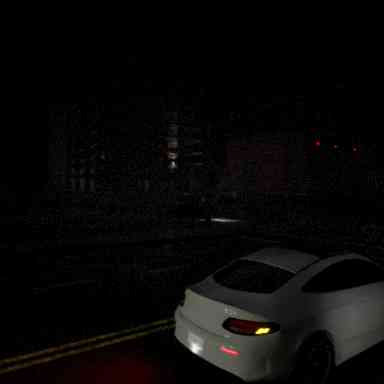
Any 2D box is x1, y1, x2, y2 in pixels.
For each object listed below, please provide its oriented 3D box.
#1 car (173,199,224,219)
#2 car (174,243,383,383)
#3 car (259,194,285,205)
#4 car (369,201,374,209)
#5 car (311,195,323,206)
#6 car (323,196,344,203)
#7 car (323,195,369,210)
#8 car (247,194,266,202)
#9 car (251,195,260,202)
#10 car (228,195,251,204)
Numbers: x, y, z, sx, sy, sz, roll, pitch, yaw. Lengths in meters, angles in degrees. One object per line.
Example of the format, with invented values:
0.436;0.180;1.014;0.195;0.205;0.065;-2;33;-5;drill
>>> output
0.253;1.672;31.124;2.033;1.411;5.357;0;0;-35;car
1.927;1.550;5.147;4.674;1.442;1.812;0;0;-35;car
15.148;1.658;62.269;1.970;1.475;3.806;0;0;-35;car
23.037;1.405;46.452;1.905;1.878;3.866;0;0;-35;car
28.886;1.509;72.110;1.932;1.855;4.605;0;0;-35;car
31.285;1.736;73.731;1.784;1.438;3.905;0;0;-35;car
20.643;1.386;44.824;1.932;1.855;4.605;0;0;-35;car
15.651;1.478;81.192;1.932;1.855;4.605;0;0;-35;car
13.489;1.674;79.600;1.784;1.438;3.905;0;0;-35;car
11.126;1.689;77.927;1.970;1.475;3.806;0;0;-35;car
